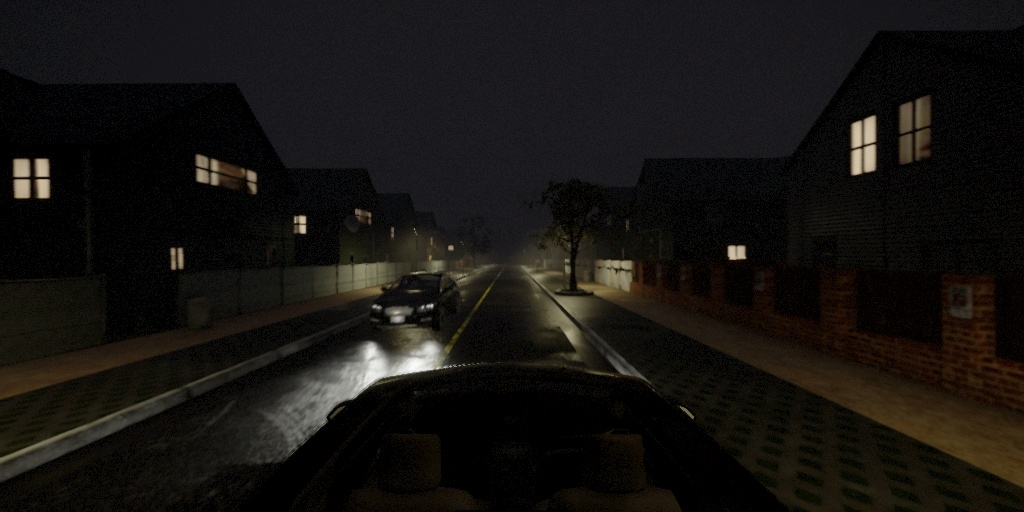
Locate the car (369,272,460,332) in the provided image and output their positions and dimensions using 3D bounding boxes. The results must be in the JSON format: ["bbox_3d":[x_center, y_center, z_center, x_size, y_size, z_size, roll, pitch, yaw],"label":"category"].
[{"bbox_3d":[-2.779,1.272,11.157,2.128,1.511,4.902,0,0,0],"label":"car"}]
